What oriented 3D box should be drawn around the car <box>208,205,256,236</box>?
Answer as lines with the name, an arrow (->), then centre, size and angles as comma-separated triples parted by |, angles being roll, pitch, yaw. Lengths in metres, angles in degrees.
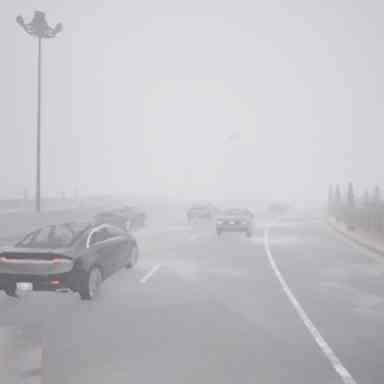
car -> 2.566, 1.577, 18.896 | 2.033, 1.411, 5.357 | 0, 0, 14

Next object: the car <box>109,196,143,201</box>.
car -> -6.478, 1.546, 36.486 | 1.882, 1.535, 5.008 | 0, 0, 23

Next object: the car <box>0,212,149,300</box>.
car -> -2.761, 1.492, 8.408 | 2.128, 1.511, 4.902 | 0, 0, 6

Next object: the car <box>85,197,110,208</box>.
car -> -9.569, 1.578, 38.111 | 1.837, 1.490, 4.892 | 0, -1, 23

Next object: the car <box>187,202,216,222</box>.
car -> 1.061, 1.532, 26.099 | 2.128, 1.511, 4.902 | 0, 0, 18

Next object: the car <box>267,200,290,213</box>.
car -> 9.980, 1.608, 38.262 | 1.812, 1.442, 4.674 | 0, 0, 27

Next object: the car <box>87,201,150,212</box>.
car -> -4.190, 1.525, 20.417 | 1.837, 1.490, 4.892 | 0, 0, 13

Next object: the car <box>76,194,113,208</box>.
car -> -11.896, 1.308, 41.641 | 2.150, 2.045, 5.566 | 0, 0, 24
